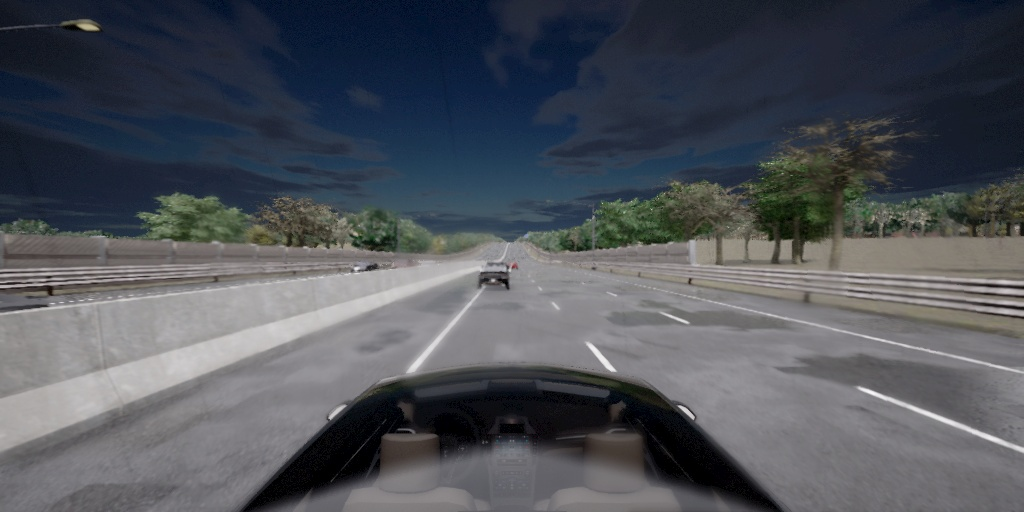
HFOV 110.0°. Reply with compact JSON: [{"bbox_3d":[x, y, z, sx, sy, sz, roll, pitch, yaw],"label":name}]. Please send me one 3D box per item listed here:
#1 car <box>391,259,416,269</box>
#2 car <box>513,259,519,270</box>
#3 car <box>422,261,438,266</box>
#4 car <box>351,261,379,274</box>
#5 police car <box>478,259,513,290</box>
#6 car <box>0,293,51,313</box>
[{"bbox_3d":[-14.072,1.221,46.603,2.097,1.767,4.553,0,0,0],"label":"car"},{"bbox_3d":[-0.020,1.311,58.257,2.097,1.767,4.553,0,0,0],"label":"car"},{"bbox_3d":[-10.570,1.394,46.500,1.812,1.442,4.674,0,0,0],"label":"car"},{"bbox_3d":[-17.575,1.335,43.029,2.128,1.511,4.902,0,0,0],"label":"car"},{"bbox_3d":[-1.057,1.184,22.902,1.930,1.638,5.238,0,0,0],"label":"police car"},{"bbox_3d":[-10.593,1.239,5.484,2.128,1.511,4.902,0,0,0],"label":"car"}]
